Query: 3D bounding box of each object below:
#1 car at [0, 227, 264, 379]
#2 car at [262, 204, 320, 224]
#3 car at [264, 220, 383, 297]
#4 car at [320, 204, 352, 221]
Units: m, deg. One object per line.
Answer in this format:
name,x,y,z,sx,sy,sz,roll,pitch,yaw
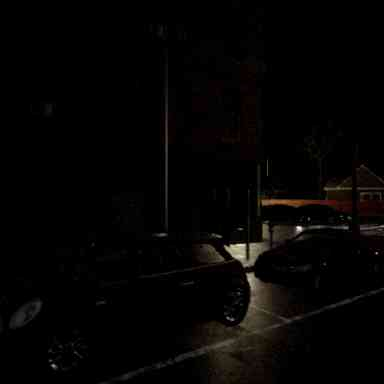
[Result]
car,-1.020,1.453,5.461,4.097,1.590,1.967,0,0,-36
car,7.122,1.725,26.030,1.837,1.490,4.892,0,-1,-33
car,3.470,1.627,8.668,4.206,1.307,1.802,0,0,-36
car,10.431,1.735,26.967,1.837,1.490,4.892,0,-1,-36
